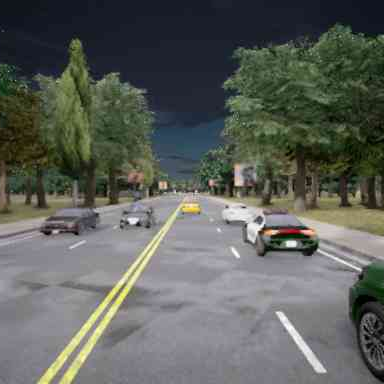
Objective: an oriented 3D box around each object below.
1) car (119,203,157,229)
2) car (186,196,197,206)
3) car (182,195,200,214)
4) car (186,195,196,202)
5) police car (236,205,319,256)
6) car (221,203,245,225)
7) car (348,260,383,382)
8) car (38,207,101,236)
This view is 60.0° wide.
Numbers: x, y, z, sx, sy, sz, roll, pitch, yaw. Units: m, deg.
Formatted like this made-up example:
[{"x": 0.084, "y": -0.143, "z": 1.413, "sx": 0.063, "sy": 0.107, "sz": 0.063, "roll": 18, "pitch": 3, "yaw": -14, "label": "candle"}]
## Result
[{"x": -3.381, "y": 1.497, "z": 21.484, "sx": 2.128, "sy": 1.511, "sz": 4.902, "roll": 0, "pitch": 0, "yaw": 0, "label": "car"}, {"x": -0.081, "y": 1.463, "z": 56.345, "sx": 1.882, "sy": 1.535, "sz": 5.008, "roll": 0, "pitch": 0, "yaw": 0, "label": "car"}, {"x": -0.086, "y": 1.456, "z": 35.215, "sx": 1.801, "sy": 1.575, "sz": 5.366, "roll": 0, "pitch": 0, "yaw": 0, "label": "car"}, {"x": -0.303, "y": 1.493, "z": 74.107, "sx": 2.128, "sy": 1.511, "sz": 4.902, "roll": 0, "pitch": 0, "yaw": 0, "label": "car"}, {"x": 3.236, "y": 1.510, "z": 13.266, "sx": 2.038, "sy": 1.542, "sz": 4.974, "roll": 0, "pitch": 0, "yaw": 0, "label": "police car"}, {"x": 3.213, "y": 1.531, "z": 24.270, "sx": 1.812, "sy": 1.442, "sz": 4.674, "roll": 0, "pitch": 0, "yaw": 0, "label": "car"}, {"x": 3.249, "y": 1.223, "z": 2.290, "sx": 2.150, "sy": 2.045, "sz": 5.566, "roll": 0, "pitch": 0, "yaw": 0, "label": "car"}, {"x": -6.625, "y": 1.552, "z": 18.793, "sx": 2.033, "sy": 1.411, "sz": 5.357, "roll": 0, "pitch": 0, "yaw": 0, "label": "car"}]
